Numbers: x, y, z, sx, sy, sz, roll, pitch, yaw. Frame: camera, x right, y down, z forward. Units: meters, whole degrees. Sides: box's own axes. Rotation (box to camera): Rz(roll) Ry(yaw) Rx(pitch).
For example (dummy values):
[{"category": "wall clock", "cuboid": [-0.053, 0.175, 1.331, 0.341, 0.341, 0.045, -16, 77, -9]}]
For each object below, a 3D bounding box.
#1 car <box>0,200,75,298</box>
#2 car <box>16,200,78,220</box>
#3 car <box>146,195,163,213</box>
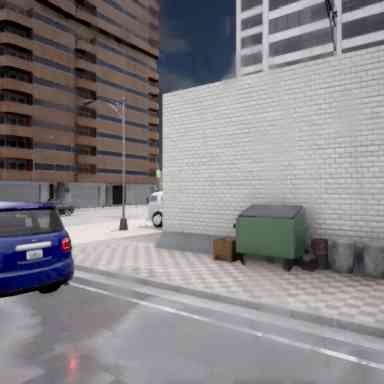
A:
[{"category": "car", "cuboid": [-5.014, 1.218, 7.570, 5.566, 2.045, 2.150, 0, 0, 36]}, {"category": "car", "cuboid": [-13.038, 1.547, 30.121, 1.837, 1.490, 4.892, 0, 0, 35]}, {"category": "car", "cuboid": [-3.675, 1.520, 43.156, 1.882, 1.535, 5.008, 0, 0, 36]}]
